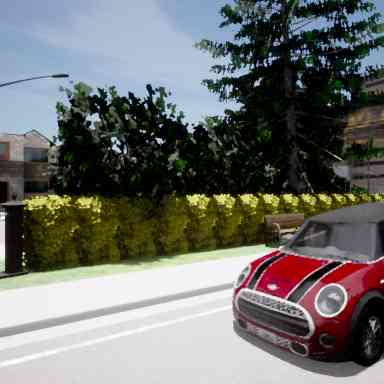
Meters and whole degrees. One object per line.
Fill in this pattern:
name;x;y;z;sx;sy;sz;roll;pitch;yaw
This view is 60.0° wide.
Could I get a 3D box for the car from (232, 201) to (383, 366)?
car;2.810;1.143;5.924;4.553;1.767;2.097;-9;4;-35
